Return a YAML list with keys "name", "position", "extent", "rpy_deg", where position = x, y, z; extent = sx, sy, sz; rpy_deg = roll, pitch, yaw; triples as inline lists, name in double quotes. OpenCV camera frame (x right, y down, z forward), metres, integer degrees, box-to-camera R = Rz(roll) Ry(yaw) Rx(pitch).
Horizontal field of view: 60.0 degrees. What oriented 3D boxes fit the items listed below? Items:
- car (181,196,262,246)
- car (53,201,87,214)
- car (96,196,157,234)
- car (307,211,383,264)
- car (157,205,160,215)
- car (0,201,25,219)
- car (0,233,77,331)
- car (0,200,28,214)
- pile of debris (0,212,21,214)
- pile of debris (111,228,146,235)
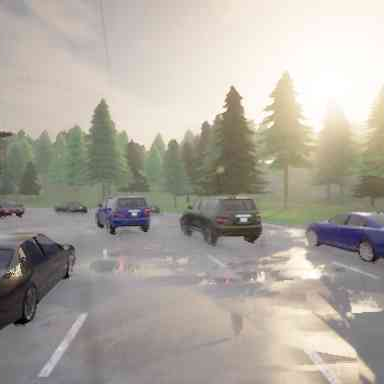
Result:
- name: "car"
  position: [1.176, 1.197, 15.616]
  extent: [2.150, 2.045, 5.566]
  rpy_deg: [0, 0, -19]
- name: "car"
  position: [-13.174, 1.636, 35.949]
  extent: [4.181, 1.385, 1.994]
  rpy_deg: [0, 0, 39]
- name: "car"
  position: [-4.159, 1.237, 19.620]
  extent: [2.150, 2.045, 5.566]
  rpy_deg: [0, 0, -26]
- name: "car"
  position: [5.987, 1.418, 11.801]
  extent: [1.882, 1.535, 5.008]
  rpy_deg: [0, 0, -11]
- name: "car"
  position: [-5.018, 1.573, 33.453]
  extent: [1.994, 1.385, 4.181]
  rpy_deg: [0, 0, -41]
- name: "car"
  position: [-17.441, 1.713, 30.726]
  extent: [4.718, 1.301, 1.895]
  rpy_deg: [0, 0, 39]
- name: "car"
  position: [-3.849, 1.572, 6.945]
  extent: [2.033, 1.411, 5.357]
  rpy_deg: [0, 0, -8]
- name: "car"
  position: [-21.189, 1.682, 37.420]
  extent: [5.357, 1.411, 2.033]
  rpy_deg: [-1, 0, 27]
- name: "pile of debris"
  position: [-20.290, 2.304, 36.892]
  extent: [1.860, 0.140, 1.500]
  rpy_deg: [0, 0, 30]
- name: "pile of debris"
  position: [-3.551, 2.187, 18.469]
  extent: [1.500, 0.140, 1.860]
  rpy_deg: [0, 0, -24]
